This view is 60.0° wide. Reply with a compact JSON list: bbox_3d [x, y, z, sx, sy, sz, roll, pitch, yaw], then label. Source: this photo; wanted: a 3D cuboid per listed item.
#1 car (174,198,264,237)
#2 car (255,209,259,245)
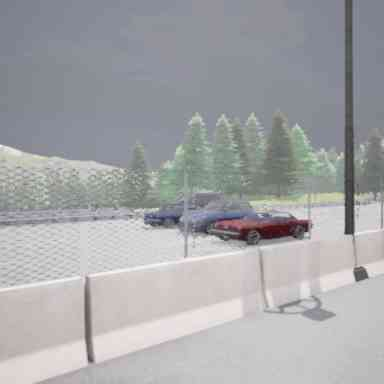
[{"bbox_3d":[1.531,1.246,17.929,4.553,1.767,2.097,-1,0,-35],"label":"car"},{"bbox_3d":[3.199,1.500,14.825,4.718,1.301,1.895,-1,0,-35],"label":"car"}]
